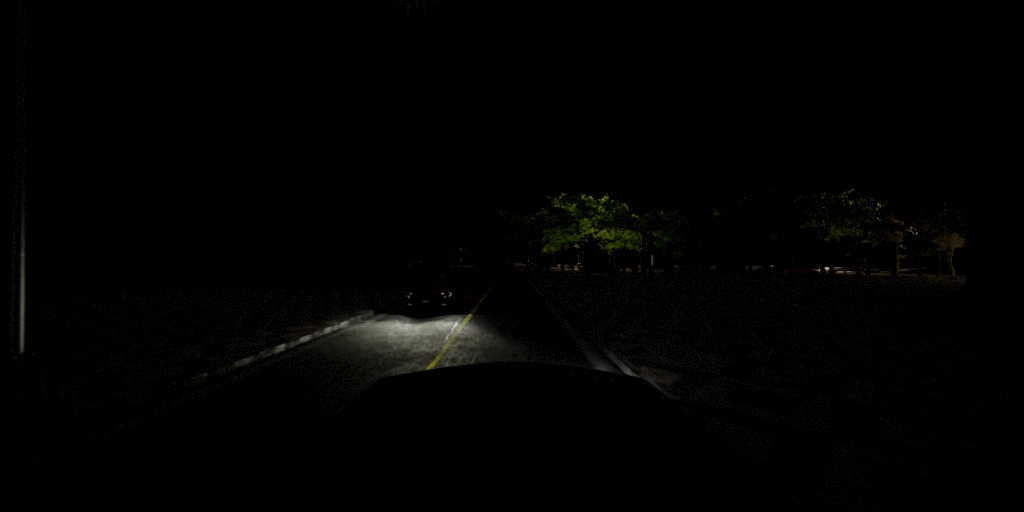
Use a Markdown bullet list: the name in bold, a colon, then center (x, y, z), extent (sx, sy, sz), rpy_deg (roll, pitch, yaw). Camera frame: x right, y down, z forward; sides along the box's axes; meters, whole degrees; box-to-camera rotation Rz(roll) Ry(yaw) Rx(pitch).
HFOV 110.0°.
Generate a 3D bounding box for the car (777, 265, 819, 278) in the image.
- **car**: center (38.639, 2.065, 48.450), extent (4.553, 1.767, 2.097), rpy_deg (1, -1, 2)

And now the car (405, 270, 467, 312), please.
- **car**: center (-3.103, 1.399, 15.372), extent (1.882, 1.535, 5.008), rpy_deg (0, -1, 0)

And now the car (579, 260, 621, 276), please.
- **car**: center (12.293, 1.627, 50.252), extent (5.566, 2.045, 2.150), rpy_deg (1, -1, 7)
